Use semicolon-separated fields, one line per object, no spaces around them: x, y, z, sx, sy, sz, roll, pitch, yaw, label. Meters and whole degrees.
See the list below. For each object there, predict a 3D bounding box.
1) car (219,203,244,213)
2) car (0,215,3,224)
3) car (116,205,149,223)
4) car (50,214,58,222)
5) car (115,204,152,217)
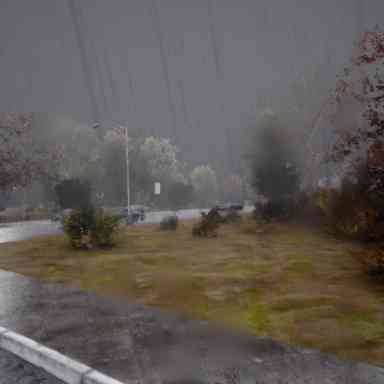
5.702;2.201;46.878;1.895;1.301;4.718;-3;-2;32;car
-18.873;2.439;28.341;1.837;1.490;4.892;-3;-2;35;car
-6.135;1.995;28.269;1.837;1.490;4.892;-3;-2;33;car
-13.428;2.517;36.650;1.994;1.385;4.181;-3;-2;32;car
-7.870;2.491;45.391;2.128;1.511;4.902;-3;-2;32;car
